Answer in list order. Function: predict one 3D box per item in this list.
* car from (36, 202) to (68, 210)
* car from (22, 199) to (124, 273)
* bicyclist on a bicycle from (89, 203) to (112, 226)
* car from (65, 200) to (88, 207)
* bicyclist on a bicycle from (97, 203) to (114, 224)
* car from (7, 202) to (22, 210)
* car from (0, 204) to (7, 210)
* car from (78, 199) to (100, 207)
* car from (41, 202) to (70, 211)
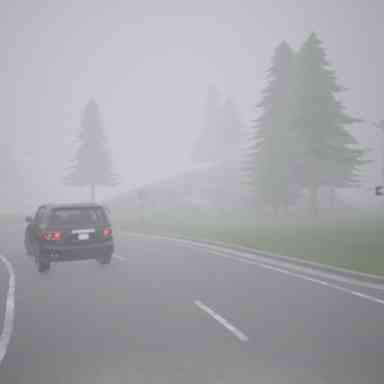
[{"bbox_3d":[-25.764,2.528,61.389,2.033,1.411,5.357,-1,-1,27],"label":"car"},{"bbox_3d":[-4.485,1.405,11.780,2.150,2.045,5.566,0,-1,-31],"label":"car"},{"bbox_3d":[-6.840,1.654,24.875,0.582,1.620,1.656,-1,0,34],"label":"bicyclist on a bicycle"},{"bbox_3d":[-26.210,2.611,75.799,1.882,1.535,5.008,-1,-1,27],"label":"car"},{"bbox_3d":[-6.436,1.646,24.596,0.582,1.620,1.656,-1,0,35],"label":"bicyclist on a bicycle"},{"bbox_3d":[-30.172,2.507,60.482,1.882,1.535,5.008,-1,0,28],"label":"car"},{"bbox_3d":[-33.395,2.609,61.849,1.812,1.442,4.674,-1,-1,27],"label":"car"},{"bbox_3d":[-23.015,2.430,74.364,2.097,1.767,4.553,-1,-1,27],"label":"car"},{"bbox_3d":[-23.669,2.444,57.891,1.812,1.442,4.674,-1,-1,28],"label":"car"}]
